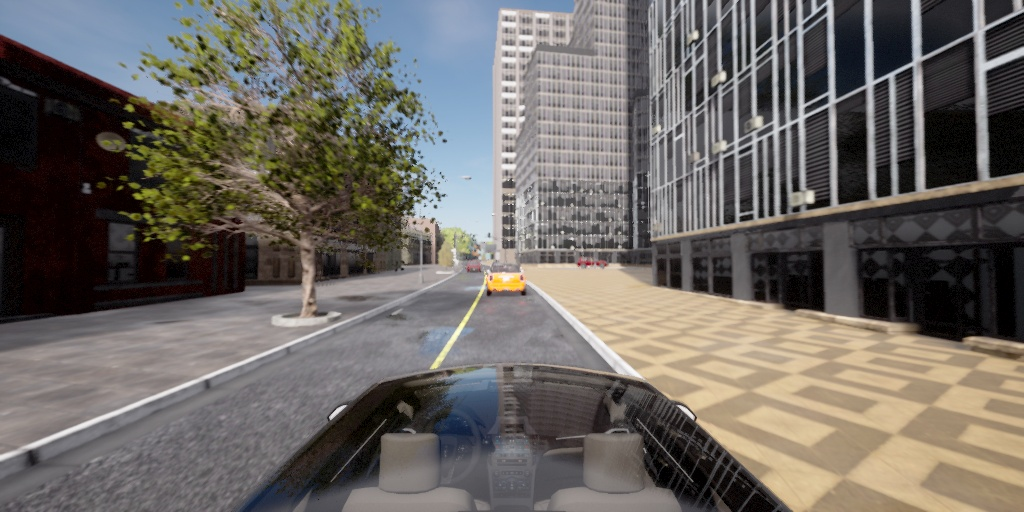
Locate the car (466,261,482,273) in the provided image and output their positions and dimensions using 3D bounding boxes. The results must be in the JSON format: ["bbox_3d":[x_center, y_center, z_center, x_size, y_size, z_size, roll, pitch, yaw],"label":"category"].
[{"bbox_3d":[-4.950,1.406,47.033,1.882,1.535,5.008,0,0,-5],"label":"car"}]

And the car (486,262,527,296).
[{"bbox_3d":[-0.365,1.176,20.163,2.097,1.767,4.553,0,0,-2],"label":"car"}]

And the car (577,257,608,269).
[{"bbox_3d":[13.141,1.153,58.908,5.009,1.841,2.192,0,0,14],"label":"car"}]
